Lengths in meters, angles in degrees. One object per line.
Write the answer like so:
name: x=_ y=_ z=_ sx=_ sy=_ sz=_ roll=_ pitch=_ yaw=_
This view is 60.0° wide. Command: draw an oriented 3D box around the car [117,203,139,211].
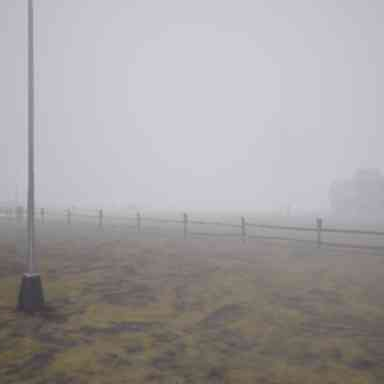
car: x=-12.277 y=2.955 z=64.227 sx=2.128 sy=1.511 sz=4.902 roll=-1 pitch=-2 yaw=36
